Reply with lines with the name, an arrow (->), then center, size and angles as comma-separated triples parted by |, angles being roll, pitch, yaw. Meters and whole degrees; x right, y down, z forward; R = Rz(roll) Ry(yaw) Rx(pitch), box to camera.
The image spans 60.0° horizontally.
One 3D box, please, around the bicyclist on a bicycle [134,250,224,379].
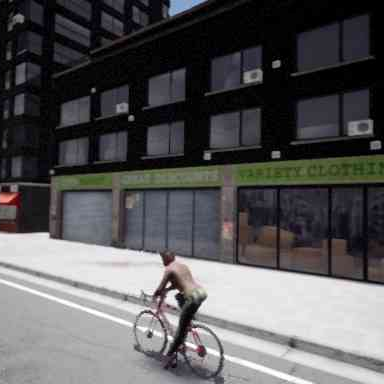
bicyclist on a bicycle -> -0.247, 1.669, 4.734 | 1.656, 1.620, 0.582 | -1, -3, 37
